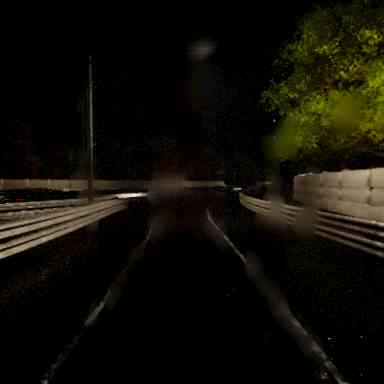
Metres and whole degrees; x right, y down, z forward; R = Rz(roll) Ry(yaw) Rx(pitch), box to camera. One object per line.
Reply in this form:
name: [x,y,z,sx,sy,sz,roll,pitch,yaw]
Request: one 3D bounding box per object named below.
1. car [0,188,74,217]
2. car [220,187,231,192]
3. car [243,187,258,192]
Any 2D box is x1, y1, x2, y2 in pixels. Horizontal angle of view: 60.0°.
car: [-11.691,0.732,25.617,2.150,2.045,5.566,0,2,24]
car: [8.934,-0.620,87.589,1.994,1.385,4.181,0,2,25]
car: [15.483,-0.607,85.075,2.033,1.411,5.357,0,2,25]
